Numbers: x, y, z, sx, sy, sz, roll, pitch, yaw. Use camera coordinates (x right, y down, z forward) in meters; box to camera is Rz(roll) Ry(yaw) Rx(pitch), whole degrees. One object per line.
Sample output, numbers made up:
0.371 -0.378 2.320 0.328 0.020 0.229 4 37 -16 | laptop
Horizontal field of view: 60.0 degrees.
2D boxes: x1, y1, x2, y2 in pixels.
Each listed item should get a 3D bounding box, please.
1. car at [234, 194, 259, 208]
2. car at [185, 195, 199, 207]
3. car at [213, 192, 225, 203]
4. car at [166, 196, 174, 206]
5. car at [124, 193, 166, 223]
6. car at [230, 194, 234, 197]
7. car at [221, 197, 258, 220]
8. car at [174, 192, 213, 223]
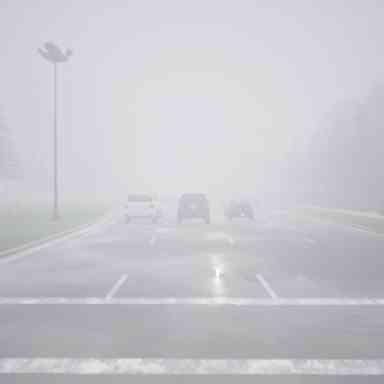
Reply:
6.991 1.120 41.955 2.097 1.767 4.553 0 0 0 | car
0.040 1.247 46.858 1.837 1.490 4.892 0 1 1 | car
3.549 0.958 47.961 2.150 2.045 5.566 0 1 0 | car
-3.455 1.260 47.997 1.812 1.442 4.674 0 1 0 | car
-3.405 1.088 23.996 2.150 2.045 5.566 0 0 0 | car
6.989 1.065 51.956 2.097 1.767 4.553 0 0 0 | car
3.594 1.360 26.064 1.837 1.490 4.892 0 0 0 | car
0.095 1.088 23.976 2.150 2.045 5.566 0 0 0 | car
